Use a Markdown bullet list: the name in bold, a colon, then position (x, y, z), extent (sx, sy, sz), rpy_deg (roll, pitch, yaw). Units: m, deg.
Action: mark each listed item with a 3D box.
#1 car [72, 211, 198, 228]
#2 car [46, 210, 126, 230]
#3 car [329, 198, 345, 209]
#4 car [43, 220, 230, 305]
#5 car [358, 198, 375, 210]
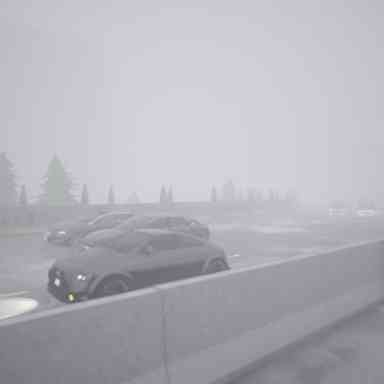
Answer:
- **car**: position (-1.466, 1.551, 11.969), extent (4.892, 1.490, 1.837), rpy_deg (0, 0, -40)
- **car**: position (-3.828, 1.551, 14.550), extent (4.902, 1.511, 2.128), rpy_deg (0, 0, -40)
- **car**: position (20.971, 1.661, 47.919), extent (1.812, 1.442, 4.674), rpy_deg (0, 0, 23)
- **car**: position (-1.087, 1.595, 7.802), extent (4.181, 1.385, 1.994), rpy_deg (0, 0, -38)
- **car**: position (23.479, 1.610, 44.917), extent (2.128, 1.511, 4.902), rpy_deg (0, 0, 24)
